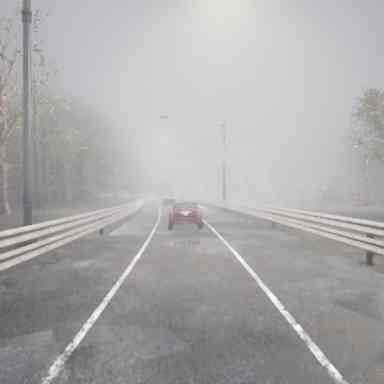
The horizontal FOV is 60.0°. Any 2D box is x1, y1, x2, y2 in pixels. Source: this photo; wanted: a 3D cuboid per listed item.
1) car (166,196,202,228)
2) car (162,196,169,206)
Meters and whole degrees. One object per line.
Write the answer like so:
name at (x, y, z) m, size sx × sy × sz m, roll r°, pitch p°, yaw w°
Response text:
car at (-0.518, 1.357, 22.159) m, size 2.097 × 1.767 × 4.553 m, roll 0°, pitch 0°, yaw -4°
car at (-3.868, 1.463, 54.562) m, size 1.882 × 1.535 × 5.008 m, roll 0°, pitch 0°, yaw -9°
